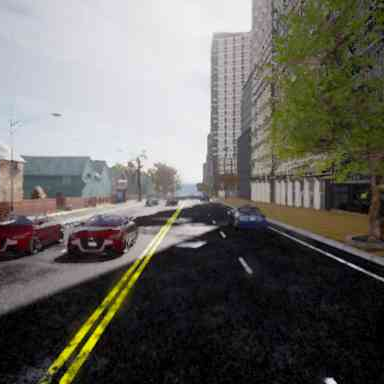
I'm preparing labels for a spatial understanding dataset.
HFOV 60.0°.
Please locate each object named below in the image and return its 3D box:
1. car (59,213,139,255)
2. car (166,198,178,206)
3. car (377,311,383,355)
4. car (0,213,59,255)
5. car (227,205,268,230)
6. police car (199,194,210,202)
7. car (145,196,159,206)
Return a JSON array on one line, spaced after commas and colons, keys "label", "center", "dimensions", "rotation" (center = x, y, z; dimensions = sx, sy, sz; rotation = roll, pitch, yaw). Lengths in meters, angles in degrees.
[{"label": "car", "center": [-3.344, 1.556, 13.136], "dimensions": [1.994, 1.385, 4.181], "rotation": [0, 0, 0]}, {"label": "car", "center": [-3.282, 1.605, 54.991], "dimensions": [1.895, 1.301, 4.718], "rotation": [0, 0, 1]}, {"label": "car", "center": [3.352, 1.524, 2.458], "dimensions": [1.812, 1.442, 4.674], "rotation": [0, 0, 0]}, {"label": "car", "center": [-6.594, 1.556, 13.109], "dimensions": [1.994, 1.385, 4.181], "rotation": [0, 0, 0]}, {"label": "car", "center": [3.359, 1.538, 20.861], "dimensions": [2.033, 1.411, 5.357], "rotation": [0, 0, 0]}, {"label": "police car", "center": [3.278, 1.469, 79.713], "dimensions": [1.930, 1.638, 5.238], "rotation": [0, 0, 0]}, {"label": "car", "center": [-6.533, 1.496, 55.048], "dimensions": [2.128, 1.511, 4.902], "rotation": [0, 0, 1]}]
